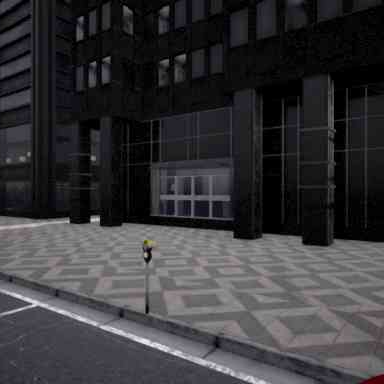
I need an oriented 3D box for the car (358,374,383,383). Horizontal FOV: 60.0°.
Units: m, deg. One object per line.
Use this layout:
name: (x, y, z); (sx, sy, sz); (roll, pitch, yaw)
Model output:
car: (2.762, 1.545, 0.989); (4.507, 1.381, 1.887); (0, 0, 36)
